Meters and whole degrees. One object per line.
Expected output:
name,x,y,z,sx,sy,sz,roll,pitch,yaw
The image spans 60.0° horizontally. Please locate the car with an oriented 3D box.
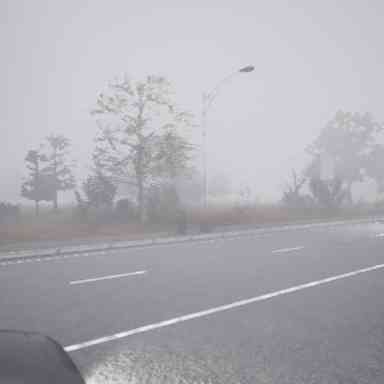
car,-2.676,1.564,1.836,4.181,1.385,1.994,0,0,-36
